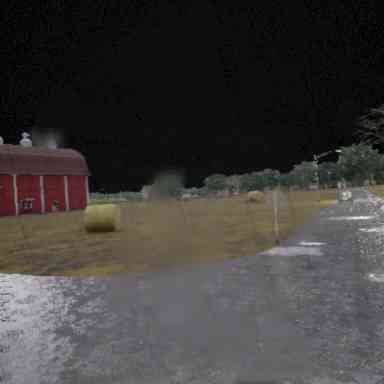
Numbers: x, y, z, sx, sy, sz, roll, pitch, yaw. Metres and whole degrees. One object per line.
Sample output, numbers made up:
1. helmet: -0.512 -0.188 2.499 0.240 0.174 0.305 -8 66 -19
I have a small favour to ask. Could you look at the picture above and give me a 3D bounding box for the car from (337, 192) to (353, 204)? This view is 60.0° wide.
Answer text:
1. car: 20.663 0.728 44.802 2.128 1.511 4.902 -4 -1 26
